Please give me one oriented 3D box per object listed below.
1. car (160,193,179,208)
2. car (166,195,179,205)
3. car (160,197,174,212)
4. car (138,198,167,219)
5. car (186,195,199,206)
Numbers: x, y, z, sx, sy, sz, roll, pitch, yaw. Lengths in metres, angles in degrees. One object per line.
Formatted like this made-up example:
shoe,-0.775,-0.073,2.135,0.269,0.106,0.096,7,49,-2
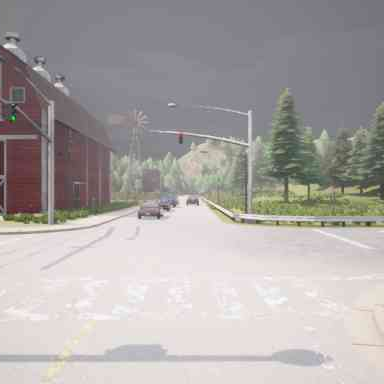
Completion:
car,-3.499,1.221,49.613,2.150,2.045,5.566,0,0,0
car,-3.443,1.353,59.484,2.097,1.767,4.553,0,0,1
car,-3.526,1.601,39.292,1.895,1.301,4.718,0,0,0
car,-3.545,1.526,29.186,1.812,1.442,4.674,0,0,0
car,0.105,1.352,55.591,2.097,1.767,4.553,0,0,0
